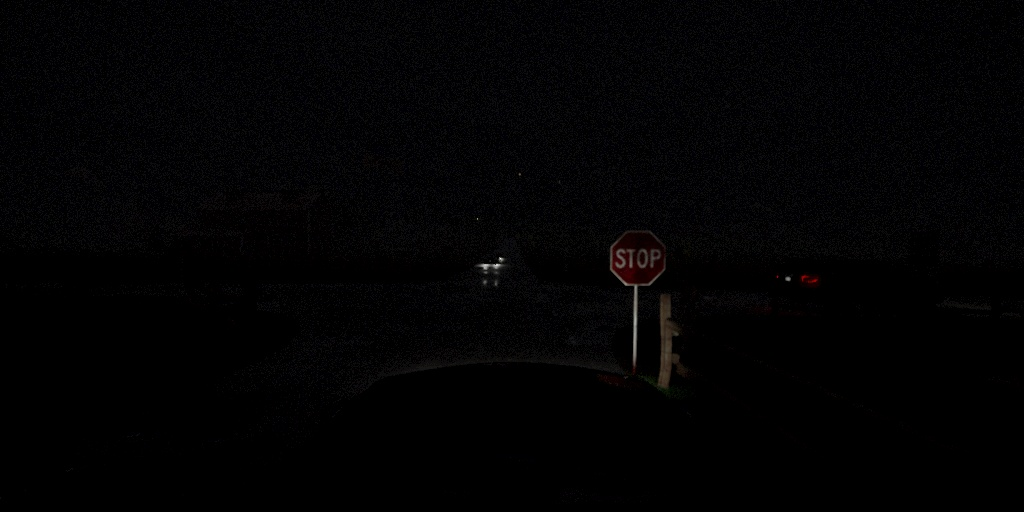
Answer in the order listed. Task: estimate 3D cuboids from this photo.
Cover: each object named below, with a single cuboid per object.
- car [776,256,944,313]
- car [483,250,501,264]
[{"bbox_3d":[13.962,1.073,14.659,5.566,2.045,2.150,1,2,0],"label":"car"},{"bbox_3d":[-2.798,0.282,48.237,1.837,1.490,4.892,0,2,0],"label":"car"}]
